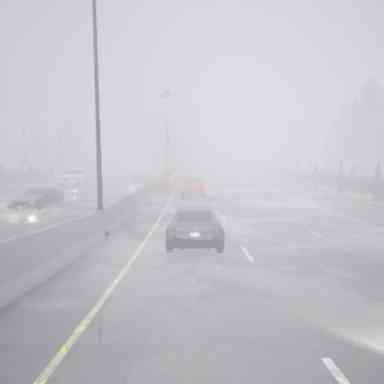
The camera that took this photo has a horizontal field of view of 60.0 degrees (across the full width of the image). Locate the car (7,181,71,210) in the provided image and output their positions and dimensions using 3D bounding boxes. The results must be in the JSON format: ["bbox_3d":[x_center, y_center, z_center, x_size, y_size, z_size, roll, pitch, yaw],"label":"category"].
[{"bbox_3d":[-10.605,0.338,23.163,2.033,1.411,5.357,0,6,0],"label":"car"}]

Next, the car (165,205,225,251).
[{"bbox_3d":[0.096,1.181,12.292,1.994,1.385,4.181,0,3,0],"label":"car"}]

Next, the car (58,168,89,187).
[{"bbox_3d":[-14.015,-1.795,39.717,2.150,2.045,5.566,0,6,1],"label":"car"}]

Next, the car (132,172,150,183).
[{"bbox_3d":[-6.930,-1.991,45.517,1.895,1.301,4.718,0,6,0],"label":"car"}]

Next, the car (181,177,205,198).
[{"bbox_3d":[0.103,-0.574,29.863,2.097,1.767,4.553,0,6,0],"label":"car"}]
